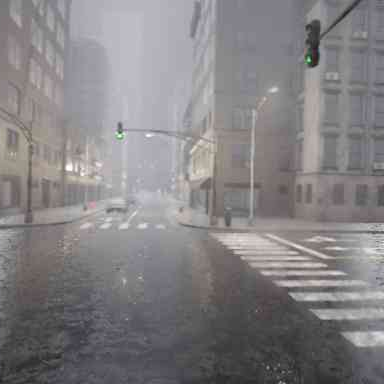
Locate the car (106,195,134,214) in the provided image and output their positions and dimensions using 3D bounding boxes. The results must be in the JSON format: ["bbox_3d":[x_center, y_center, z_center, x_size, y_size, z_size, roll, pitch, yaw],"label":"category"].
[{"bbox_3d":[-7.187,1.358,32.561,2.033,1.411,5.357,2,0,-6],"label":"car"}]

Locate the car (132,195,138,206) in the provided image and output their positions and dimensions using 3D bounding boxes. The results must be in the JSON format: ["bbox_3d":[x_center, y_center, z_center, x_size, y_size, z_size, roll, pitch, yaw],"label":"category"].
[{"bbox_3d":[-9.180,1.268,49.993,1.837,1.490,4.892,1,0,-6],"label":"car"}]
